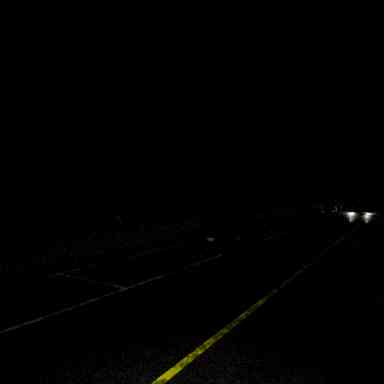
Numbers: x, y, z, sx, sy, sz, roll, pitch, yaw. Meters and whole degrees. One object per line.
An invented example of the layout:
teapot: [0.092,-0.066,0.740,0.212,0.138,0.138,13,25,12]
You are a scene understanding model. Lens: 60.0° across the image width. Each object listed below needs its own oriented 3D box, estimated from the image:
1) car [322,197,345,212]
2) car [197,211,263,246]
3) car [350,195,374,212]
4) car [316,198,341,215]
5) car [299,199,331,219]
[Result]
car: [16.621,1.442,38.804,1.967,1.590,4.097,0,0,32]
car: [1.917,1.566,15.417,1.947,1.339,4.313,0,0,32]
car: [19.573,1.479,38.530,1.882,1.535,5.008,0,0,33]
car: [13.680,1.567,34.127,1.947,1.339,4.313,0,0,32]
car: [10.740,1.583,29.450,1.802,1.307,4.206,0,0,32]
